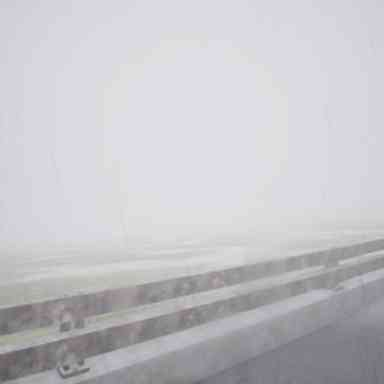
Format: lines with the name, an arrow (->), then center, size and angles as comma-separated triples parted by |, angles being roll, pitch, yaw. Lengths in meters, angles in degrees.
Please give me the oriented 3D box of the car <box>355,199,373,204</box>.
car -> 43.267, 2.508, 85.237 | 2.128, 1.511, 4.902 | 0, -1, -2
